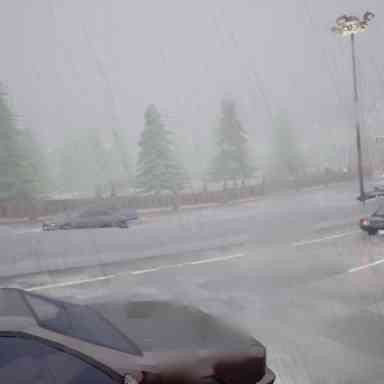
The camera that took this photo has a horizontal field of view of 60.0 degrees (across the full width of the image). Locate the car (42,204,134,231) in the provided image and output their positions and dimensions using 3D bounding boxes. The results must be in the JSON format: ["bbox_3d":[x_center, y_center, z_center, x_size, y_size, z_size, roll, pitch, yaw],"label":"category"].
[{"bbox_3d":[-5.486,1.538,17.272,4.181,1.385,1.994,-1,0,-35],"label":"car"}]

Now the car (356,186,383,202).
[{"bbox_3d":[15.921,0.207,28.234,4.718,1.301,1.895,-7,4,-35],"label":"car"}]

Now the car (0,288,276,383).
[{"bbox_3d":[-1.791,1.548,2.470,5.357,1.411,2.033,0,0,-35],"label":"car"}]

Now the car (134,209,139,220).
[{"bbox_3d":[-6.089,1.495,21.143,5.357,1.411,2.033,-1,1,-35],"label":"car"}]

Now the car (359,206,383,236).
[{"bbox_3d":[9.553,1.224,14.857,4.718,1.301,1.895,-4,2,-35],"label":"car"}]
